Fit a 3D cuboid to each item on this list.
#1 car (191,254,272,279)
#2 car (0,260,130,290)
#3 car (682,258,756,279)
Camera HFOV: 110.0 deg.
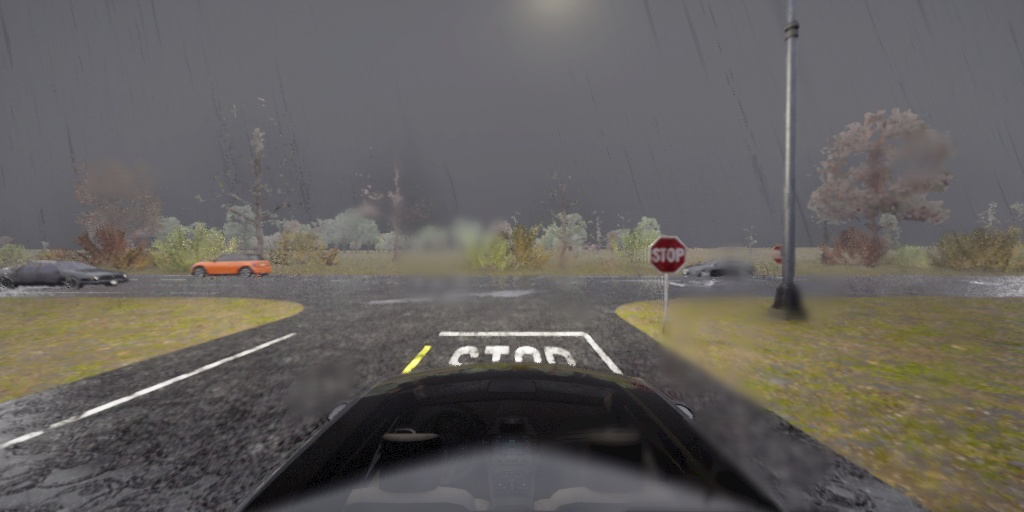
[{"bbox_3d":[-19.616,0.617,25.127,4.553,1.767,2.097,0,1,-2],"label":"car"},{"bbox_3d":[-22.779,0.932,18.038,5.357,1.411,2.033,0,1,-2],"label":"car"},{"bbox_3d":[15.003,0.935,26.077,4.902,1.511,2.128,-1,1,-2],"label":"car"}]
